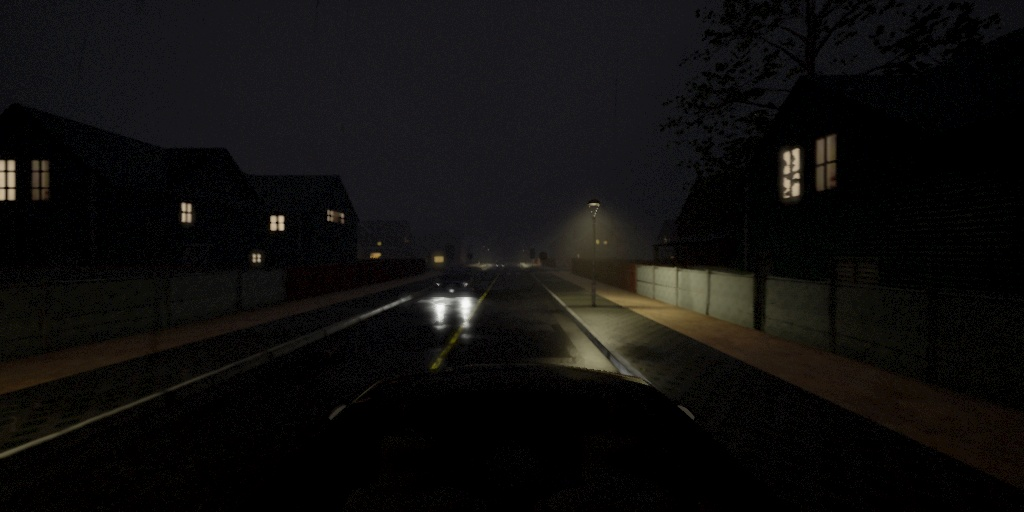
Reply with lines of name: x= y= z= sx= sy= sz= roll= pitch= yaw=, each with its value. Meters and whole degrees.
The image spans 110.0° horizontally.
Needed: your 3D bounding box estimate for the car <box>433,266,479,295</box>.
car: x=-2.844 y=1.255 z=19.565 sx=2.033 sy=1.411 sz=5.357 roll=0 pitch=0 yaw=0
